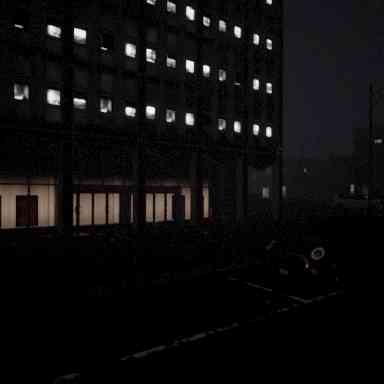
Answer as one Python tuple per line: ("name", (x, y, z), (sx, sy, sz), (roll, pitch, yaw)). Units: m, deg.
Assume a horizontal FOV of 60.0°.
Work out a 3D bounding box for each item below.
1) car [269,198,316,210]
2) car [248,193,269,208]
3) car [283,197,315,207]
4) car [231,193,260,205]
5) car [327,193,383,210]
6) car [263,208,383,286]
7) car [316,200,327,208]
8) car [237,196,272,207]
("car", (11.759, 1.417, 39.200), (2.008, 1.369, 4.403), (1, 0, -35))
("car", (8.613, 1.158, 43.756), (2.192, 1.841, 5.009), (1, 0, -35))
("car", (15.505, 1.468, 48.519), (1.802, 1.307, 4.206), (1, 0, -35))
("car", (9.209, 1.155, 57.628), (2.192, 1.841, 5.009), (1, 0, -35))
("car", (17.683, 1.131, 35.141), (2.150, 2.045, 5.566), (0, 0, -36))
("car", (3.879, 1.438, 9.328), (4.097, 1.590, 1.967), (0, 0, -36))
("car", (18.557, 1.434, 44.104), (1.752, 1.417, 4.829), (1, 0, -35))
("car", (8.951, 1.320, 47.819), (1.882, 1.535, 5.008), (0, 0, -35))
